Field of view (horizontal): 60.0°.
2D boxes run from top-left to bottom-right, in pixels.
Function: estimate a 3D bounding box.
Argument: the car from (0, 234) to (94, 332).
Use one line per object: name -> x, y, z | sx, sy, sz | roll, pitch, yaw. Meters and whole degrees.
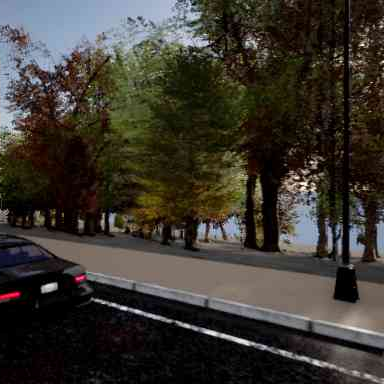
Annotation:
car -> -4.317, 1.586, 6.757 | 5.357, 1.411, 2.033 | 0, 0, 35
